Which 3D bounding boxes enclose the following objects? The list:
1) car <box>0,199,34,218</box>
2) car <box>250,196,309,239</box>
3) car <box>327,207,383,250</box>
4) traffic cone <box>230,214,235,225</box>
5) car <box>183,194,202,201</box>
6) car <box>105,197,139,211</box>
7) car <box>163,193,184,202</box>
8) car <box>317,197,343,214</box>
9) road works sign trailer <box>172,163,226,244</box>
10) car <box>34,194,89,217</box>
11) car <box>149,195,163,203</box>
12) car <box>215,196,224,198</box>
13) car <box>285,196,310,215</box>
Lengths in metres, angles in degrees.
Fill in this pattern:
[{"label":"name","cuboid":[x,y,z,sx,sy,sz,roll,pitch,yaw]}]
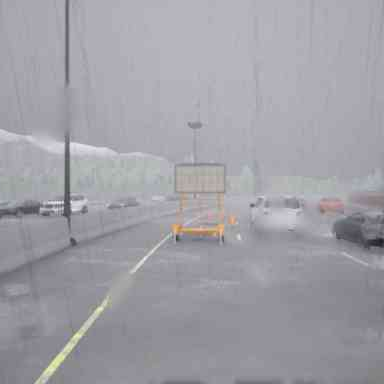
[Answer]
[{"label":"car","cuboid":[-15.277,1.440,29.963,1.882,1.535,5.008,0,0,10]},{"label":"car","cuboid":[4.360,1.204,17.509,2.150,2.045,5.566,0,0,6]},{"label":"car","cuboid":[7.613,1.551,14.258,1.994,1.385,4.181,0,0,4]},{"label":"traffic cone","cuboid":[2.736,1.932,22.463,0.340,0.580,0.340,0,0,7]},{"label":"car","cuboid":[0.540,1.449,69.223,1.812,1.442,4.674,0,0,25]},{"label":"car","cuboid":[-7.238,1.312,34.785,2.097,1.767,4.553,0,0,12]},{"label":"car","cuboid":[-3.276,1.148,69.333,2.150,2.045,5.566,0,0,25]},{"label":"car","cuboid":[14.600,1.320,35.274,2.097,1.767,4.553,0,0,15]},{"label":"road works sign trailer","cuboid":[0.410,0.447,15.693,2.380,3.560,2.880,0,0,7]},{"label":"car","cuboid":[-11.617,1.185,30.739,2.150,2.045,5.566,0,0,10]},{"label":"car","cuboid":[-7.198,1.446,69.079,1.812,1.442,4.674,0,0,23]},{"label":"car","cuboid":[6.142,1.472,72.725,1.994,1.385,4.181,0,0,26]},{"label":"car","cuboid":[10.785,1.319,34.381,2.097,1.767,4.553,0,0,13]}]
